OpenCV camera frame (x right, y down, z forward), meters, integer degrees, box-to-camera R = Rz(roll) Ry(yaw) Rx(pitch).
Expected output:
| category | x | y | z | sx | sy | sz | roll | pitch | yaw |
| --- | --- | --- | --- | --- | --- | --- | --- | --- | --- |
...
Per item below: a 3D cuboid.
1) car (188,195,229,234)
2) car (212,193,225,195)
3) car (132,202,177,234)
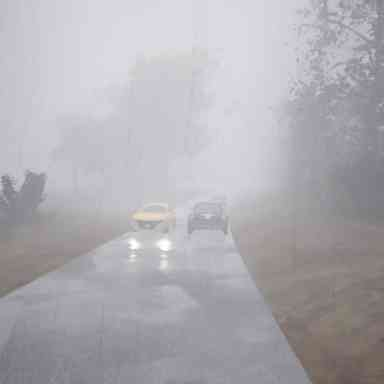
| category | x | y | z | sx | sy | sz | roll | pitch | yaw |
| --- | --- | --- | --- | --- | --- | --- | --- | --- | --- |
| car | 0.951 | 1.260 | 18.970 | 2.097 | 1.767 | 4.553 | 0 | 1 | 4 |
| car | 2.955 | 0.869 | 36.558 | 2.128 | 1.511 | 4.902 | 1 | 3 | 8 |
| car | -2.003 | 1.356 | 18.918 | 1.882 | 1.535 | 5.008 | 1 | 1 | 5 |
